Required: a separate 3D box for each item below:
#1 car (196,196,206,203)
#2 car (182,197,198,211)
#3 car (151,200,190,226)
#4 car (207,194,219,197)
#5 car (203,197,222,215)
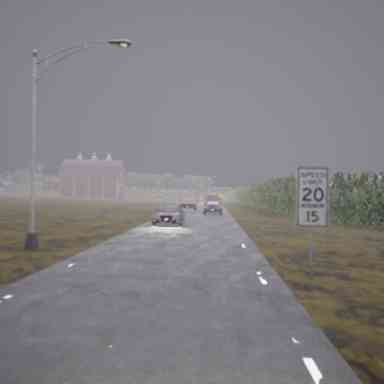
[{"bbox_3d":[2.203,1.729,79.238,2.128,1.511,4.902,1,-1,4],"label":"car"},{"bbox_3d":[-0.345,1.299,39.120,1.882,1.535,5.008,1,0,4],"label":"car"},{"bbox_3d":[-1.489,1.508,22.713,1.994,1.385,4.181,1,0,4],"label":"car"},{"bbox_3d":[2.926,1.358,46.790,2.150,2.045,5.566,1,0,4],"label":"car"},{"bbox_3d":[2.150,1.564,34.292,1.812,1.442,4.674,1,0,4],"label":"car"}]
